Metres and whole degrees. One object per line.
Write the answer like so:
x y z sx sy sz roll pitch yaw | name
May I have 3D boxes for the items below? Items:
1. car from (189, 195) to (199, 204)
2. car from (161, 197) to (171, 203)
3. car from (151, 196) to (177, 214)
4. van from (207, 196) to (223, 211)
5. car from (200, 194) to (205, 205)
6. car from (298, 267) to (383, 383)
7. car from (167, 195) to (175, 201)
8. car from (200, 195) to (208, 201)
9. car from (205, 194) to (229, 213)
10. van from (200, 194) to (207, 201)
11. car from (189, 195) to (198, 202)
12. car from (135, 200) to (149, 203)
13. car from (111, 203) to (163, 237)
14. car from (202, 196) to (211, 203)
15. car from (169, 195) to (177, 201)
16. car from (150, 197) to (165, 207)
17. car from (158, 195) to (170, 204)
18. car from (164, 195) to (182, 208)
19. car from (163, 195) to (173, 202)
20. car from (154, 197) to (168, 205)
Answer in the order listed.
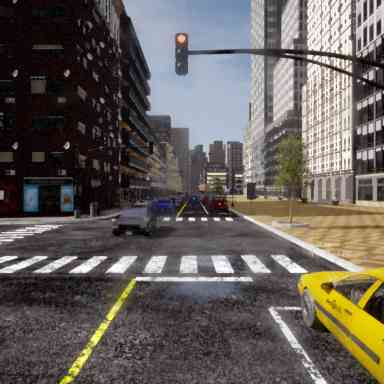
0.402 1.405 66.692 2.097 1.767 4.553 0 0 0 | car
-5.380 1.639 69.580 1.802 1.307 4.206 0 0 0 | car
-2.939 1.489 35.297 1.882 1.535 5.008 0 0 0 | car
2.874 1.358 41.909 1.690 1.788 3.998 0 0 0 | van
2.949 1.354 58.488 2.192 1.841 5.009 0 0 0 | car
2.705 1.525 4.140 1.752 1.417 4.829 0 0 0 | car
-5.305 1.613 85.990 1.752 1.417 4.829 0 0 0 | car
3.076 1.614 86.292 1.752 1.417 4.829 0 0 0 | car
2.849 1.327 36.383 2.192 1.841 5.009 0 0 0 | car
3.099 1.441 91.648 1.690 1.788 3.998 0 0 0 | van
0.350 1.570 76.587 1.837 1.490 4.892 0 0 0 | car
-5.529 1.563 36.420 2.008 1.369 4.403 0 0 0 | car
-3.025 1.589 18.636 2.033 1.411 5.357 0 0 0 | car
3.000 1.602 69.542 1.887 1.381 4.507 0 0 0 | car
-5.279 1.644 91.685 1.887 1.381 4.507 0 0 0 | car
-5.455 1.581 53.000 2.008 1.369 4.403 0 0 0 | car
-5.405 1.488 64.053 1.967 1.590 4.097 0 0 0 | car
-2.864 1.532 48.852 1.837 1.490 4.892 0 -1 0 | car
-5.355 1.507 75.107 1.967 1.590 4.097 0 0 0 | car
-5.430 1.584 58.526 1.887 1.381 4.507 0 0 0 | car
